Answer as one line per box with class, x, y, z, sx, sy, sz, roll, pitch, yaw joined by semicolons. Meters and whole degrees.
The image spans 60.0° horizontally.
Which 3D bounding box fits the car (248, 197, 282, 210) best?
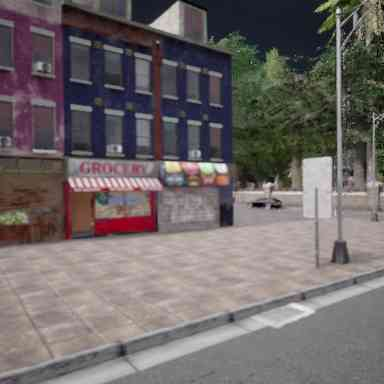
car;8.342;1.239;38.067;1.947;1.339;4.313;0;1;-36
